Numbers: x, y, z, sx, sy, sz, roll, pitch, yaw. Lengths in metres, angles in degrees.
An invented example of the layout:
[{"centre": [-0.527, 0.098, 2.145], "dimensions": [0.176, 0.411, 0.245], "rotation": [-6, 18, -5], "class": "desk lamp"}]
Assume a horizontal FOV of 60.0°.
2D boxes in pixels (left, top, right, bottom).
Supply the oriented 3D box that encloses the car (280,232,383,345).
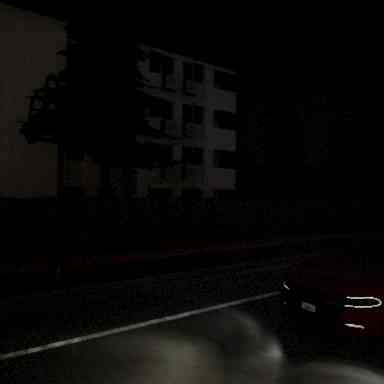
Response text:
[{"centre": [3.876, 1.564, 6.598], "dimensions": [5.008, 1.535, 1.882], "rotation": [1, -1, -35], "class": "car"}]
